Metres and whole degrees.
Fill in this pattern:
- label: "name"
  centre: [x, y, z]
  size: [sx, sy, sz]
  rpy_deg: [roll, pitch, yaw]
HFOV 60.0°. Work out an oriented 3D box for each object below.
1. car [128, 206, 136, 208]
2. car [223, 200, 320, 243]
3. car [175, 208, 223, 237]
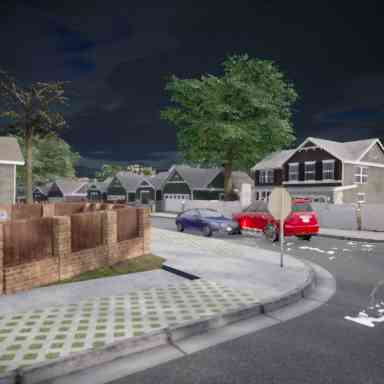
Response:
- label: "car"
  centre: [-5.517, 1.860, 28.781]
  size: [1.895, 1.301, 4.718]
  rpy_deg: [1, -1, -35]
- label: "car"
  centre: [4.036, 1.417, 17.280]
  size: [2.150, 2.045, 5.566]
  rpy_deg: [0, -1, -23]
- label: "car"
  centre: [0.693, 1.667, 19.198]
  size: [1.812, 1.442, 4.674]
  rpy_deg: [1, -1, -32]
